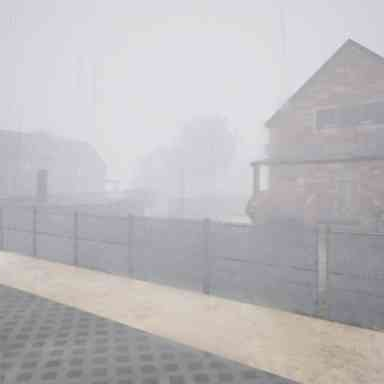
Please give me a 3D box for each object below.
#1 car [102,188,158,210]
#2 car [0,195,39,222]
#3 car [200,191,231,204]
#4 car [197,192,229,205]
[{"bbox_3d":[-5.407,0.659,29.749,2.150,2.045,5.566,1,2,36],"label":"car"},{"bbox_3d":[-11.897,1.055,20.567,2.097,1.767,4.553,1,2,34],"label":"car"},{"bbox_3d":[2.988,0.662,41.466,1.994,1.385,4.181,1,2,36],"label":"car"},{"bbox_3d":[1.899,0.882,34.914,1.895,1.301,4.718,1,2,36],"label":"car"}]
